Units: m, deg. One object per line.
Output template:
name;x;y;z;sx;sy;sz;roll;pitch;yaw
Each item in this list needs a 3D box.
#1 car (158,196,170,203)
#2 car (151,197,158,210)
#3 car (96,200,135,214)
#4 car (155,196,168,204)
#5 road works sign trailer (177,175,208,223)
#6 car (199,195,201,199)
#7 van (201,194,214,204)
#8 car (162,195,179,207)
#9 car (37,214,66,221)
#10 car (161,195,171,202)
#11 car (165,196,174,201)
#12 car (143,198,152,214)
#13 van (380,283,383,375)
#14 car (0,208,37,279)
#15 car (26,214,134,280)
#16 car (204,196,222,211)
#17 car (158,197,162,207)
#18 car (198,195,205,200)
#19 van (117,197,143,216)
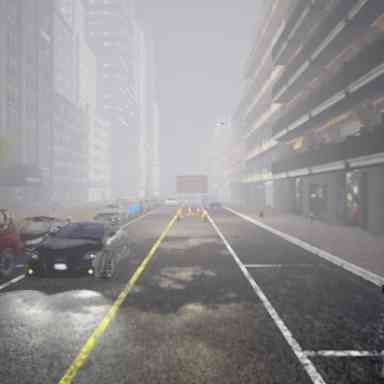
car;-5.682;1.560;67.960;2.008;1.369;4.403;0;0;0
car;-5.686;1.558;40.345;1.947;1.339;4.313;0;0;0
car;-5.689;1.543;23.777;2.008;1.369;4.403;0;0;0
car;-5.683;1.555;62.436;2.008;1.369;4.403;0;0;0
road works sign trailer;0.005;0.457;25.674;2.380;3.560;2.880;0;0;0
car;2.698;1.549;62.435;1.887;1.381;4.507;0;0;0
van;2.696;1.338;51.390;1.690;1.788;3.998;0;0;0
car;-3.068;1.522;50.072;1.812;1.442;4.674;0;0;0
car;-5.690;1.545;12.732;2.008;1.369;4.403;0;0;0
car;-5.682;1.454;73.483;1.967;1.590;4.097;0;0;0
car;-5.680;1.591;84.528;1.947;1.339;4.313;0;0;0
car;-5.687;1.536;34.823;1.887;1.381;4.507;0;0;0
van;2.688;1.340;1.684;1.690;1.788;3.998;0;0;0
car;-5.692;1.311;7.208;2.192;1.841;5.009;0;0;0
car;-3.098;1.559;9.818;1.994;1.385;4.181;0;0;0
car;2.695;1.543;40.344;2.008;1.369;4.403;0;0;0
car;-5.685;1.437;51.392;1.967;1.590;4.097;0;0;0
car;2.703;1.605;95.573;1.947;1.339;4.313;0;0;0
van;-5.688;1.333;29.299;1.690;1.788;3.998;0;0;0
